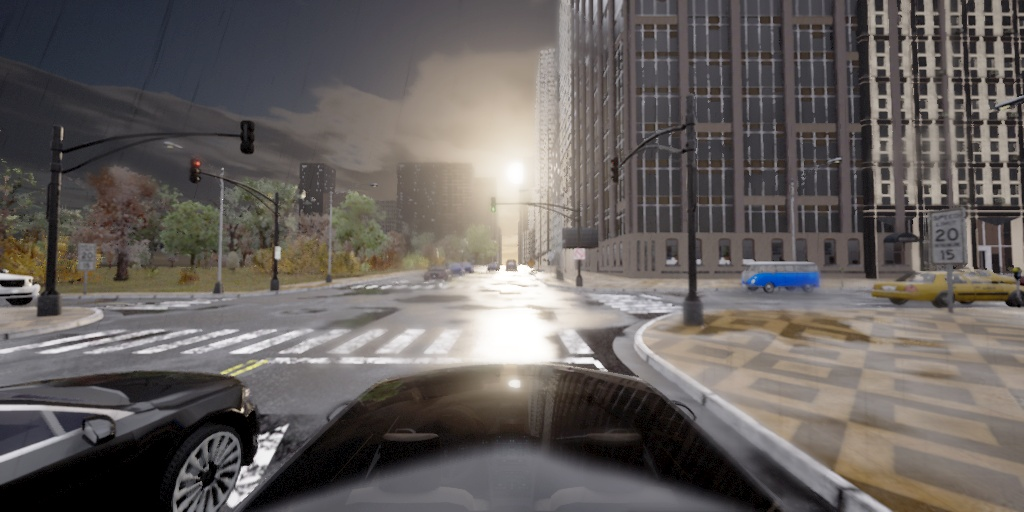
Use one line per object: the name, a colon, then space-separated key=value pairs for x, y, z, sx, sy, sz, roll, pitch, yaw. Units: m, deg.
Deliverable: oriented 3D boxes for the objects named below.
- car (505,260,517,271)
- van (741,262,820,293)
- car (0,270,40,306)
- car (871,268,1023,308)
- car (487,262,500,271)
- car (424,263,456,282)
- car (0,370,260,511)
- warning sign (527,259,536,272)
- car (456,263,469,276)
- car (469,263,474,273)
car: x=-0.071 y=1.840 z=63.328 sx=1.882 sy=1.535 sz=5.008 roll=0 pitch=-1 yaw=0
van: x=15.891 y=1.249 z=21.303 sx=3.998 sy=1.789 sz=1.690 roll=0 pitch=0 yaw=-1
car: x=-23.573 y=1.144 z=14.992 sx=5.566 sy=2.045 sz=2.150 roll=0 pitch=-2 yaw=-1
car: x=16.294 y=1.150 z=13.287 sx=4.829 sy=1.417 sz=1.751 roll=0 pitch=0 yaw=-1
car: x=-3.324 y=1.909 z=63.243 sx=2.033 sy=1.411 sz=5.357 roll=0 pitch=-1 yaw=0
car: x=-6.680 y=1.581 z=32.787 sx=1.994 sy=1.385 sz=4.181 roll=0 pitch=-1 yaw=0
car: x=-3.144 y=1.239 z=1.192 sx=2.128 sy=1.511 sz=4.902 roll=0 pitch=0 yaw=0
warning sign: x=2.716 y=1.316 z=50.206 sx=1.300 sy=1.860 sz=1.060 roll=0 pitch=0 yaw=0
car: x=-6.710 y=1.598 z=42.918 sx=1.882 sy=1.535 sz=5.008 roll=0 pitch=-1 yaw=0
car: x=-6.732 y=1.713 z=53.151 sx=1.882 sy=1.535 sz=5.008 roll=0 pitch=-1 yaw=0
